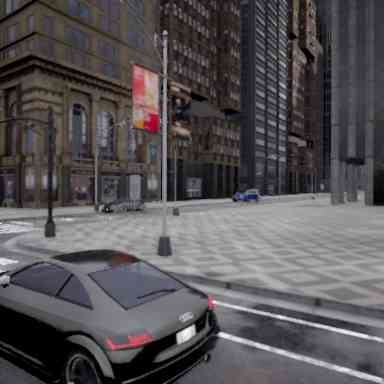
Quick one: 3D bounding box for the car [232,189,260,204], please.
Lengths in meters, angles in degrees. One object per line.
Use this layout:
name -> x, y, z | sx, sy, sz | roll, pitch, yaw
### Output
car -> 7.961, 0.581, 48.691 | 2.150, 2.045, 5.566 | 0, 1, 36

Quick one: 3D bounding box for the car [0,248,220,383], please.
car -> -1.698, 1.561, 4.897 | 4.181, 1.385, 1.994 | 0, 0, 35

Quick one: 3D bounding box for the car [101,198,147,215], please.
car -> -5.926, 1.239, 29.352 | 1.994, 1.385, 4.181 | 0, 1, 36
